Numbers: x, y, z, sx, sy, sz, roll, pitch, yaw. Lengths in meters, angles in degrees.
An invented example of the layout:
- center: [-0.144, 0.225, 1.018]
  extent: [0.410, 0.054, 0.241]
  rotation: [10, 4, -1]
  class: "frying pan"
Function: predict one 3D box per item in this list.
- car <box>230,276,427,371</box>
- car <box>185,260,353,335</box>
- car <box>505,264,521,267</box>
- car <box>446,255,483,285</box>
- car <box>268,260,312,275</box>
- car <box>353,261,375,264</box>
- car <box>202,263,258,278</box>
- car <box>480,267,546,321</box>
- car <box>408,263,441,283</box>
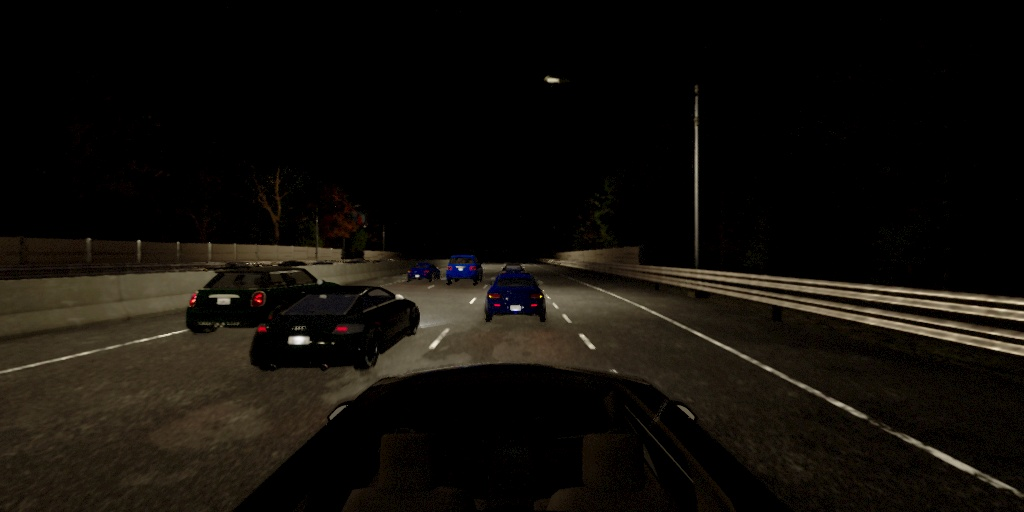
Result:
- center: [-3.399, 1.315, 7.726]
  extent: [1.994, 1.385, 4.181]
  rotation: [0, 0, 0]
  class: "car"
- center: [-6.899, 1.104, 10.705]
  extent: [2.097, 1.767, 4.553]
  rotation: [0, 0, 0]
  class: "car"
- center: [0.106, 1.326, 28.014]
  extent: [1.994, 1.385, 4.181]
  rotation: [0, 0, 0]
  class: "car"
- center: [-3.398, 0.983, 26.457]
  extent: [2.150, 2.045, 5.566]
  rotation: [0, 0, 0]
  class: "car"
- center: [-24.579, 1.254, 39.933]
  extent: [1.882, 1.535, 5.008]
  rotation: [0, 0, 0]
  class: "car"
- center: [-17.584, 1.254, 40.105]
  extent: [1.882, 1.535, 5.008]
  rotation: [0, 0, 0]
  class: "car"
- center: [-28.087, 1.373, 35.962]
  extent: [1.895, 1.301, 4.718]
  rotation: [0, 0, 0]
  class: "car"
- center: [0.103, 1.278, 12.255]
  extent: [1.812, 1.442, 4.674]
  rotation: [0, 0, 0]
  class: "car"
- center: [-6.895, 1.289, 28.410]
  extent: [1.812, 1.442, 4.674]
  rotation: [0, 0, 0]
  class: "car"
